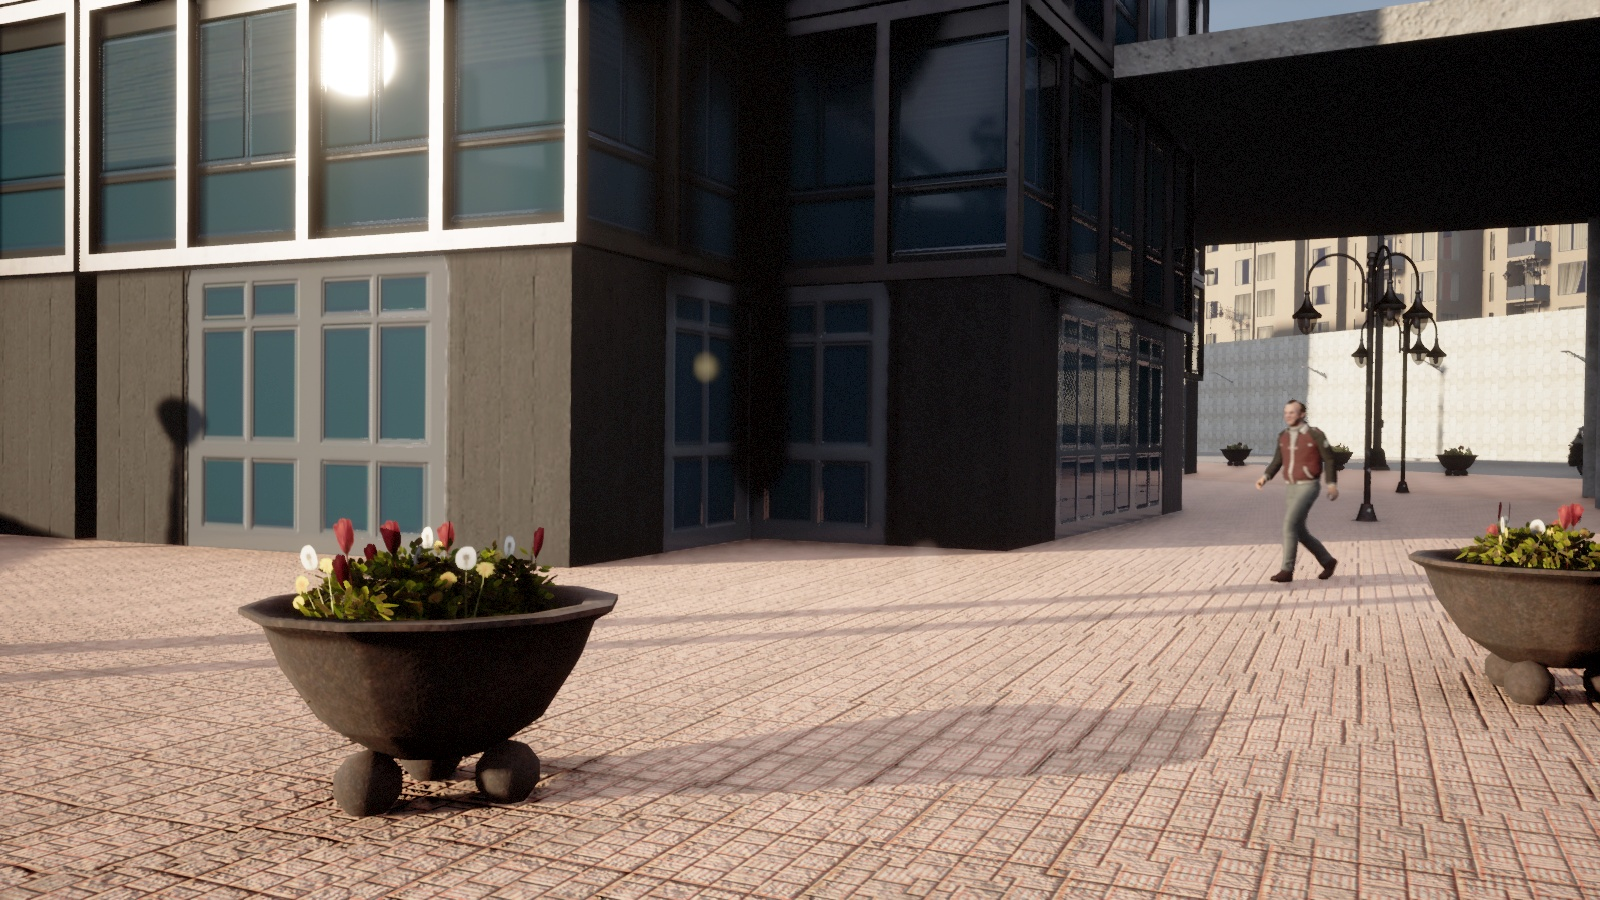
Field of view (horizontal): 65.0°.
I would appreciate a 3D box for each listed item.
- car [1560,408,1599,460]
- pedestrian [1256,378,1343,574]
[{"bbox_3d":[32.806,-0.632,48.809,2.150,2.045,5.566,-1,1,-17],"label":"car"},{"bbox_3d":[4.835,0.238,12.155,0.720,1.854,0.376,-1,1,-23],"label":"pedestrian"}]
